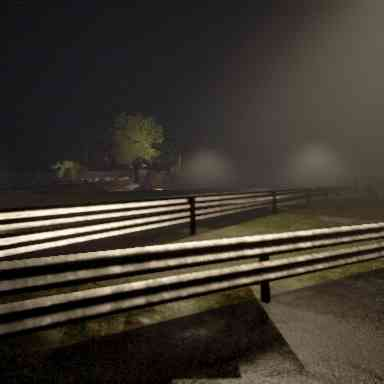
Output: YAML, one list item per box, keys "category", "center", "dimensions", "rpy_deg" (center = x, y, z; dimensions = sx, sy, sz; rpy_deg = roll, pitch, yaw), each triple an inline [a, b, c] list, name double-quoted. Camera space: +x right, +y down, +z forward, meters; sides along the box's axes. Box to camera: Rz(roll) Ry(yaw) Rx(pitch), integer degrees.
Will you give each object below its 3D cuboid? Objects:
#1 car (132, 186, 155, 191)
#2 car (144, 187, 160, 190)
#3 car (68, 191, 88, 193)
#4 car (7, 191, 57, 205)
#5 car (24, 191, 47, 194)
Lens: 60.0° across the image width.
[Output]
- category: "car"
  center: [-8.232, 0.014, 56.083]
  dimensions: [2.150, 2.045, 5.566]
  rpy_deg: [0, 1, 31]
- category: "car"
  center: [-5.345, 0.268, 54.096]
  dimensions: [1.994, 1.385, 4.181]
  rpy_deg: [0, 1, 31]
- category: "car"
  center: [-12.353, 0.605, 35.538]
  dimensions: [2.128, 1.511, 4.902]
  rpy_deg: [0, 1, 31]
- category: "car"
  center: [-18.539, 0.647, 38.821]
  dimensions: [2.128, 1.511, 4.902]
  rpy_deg: [0, 1, 31]
- category: "car"
  center: [-16.738, 0.668, 34.999]
  dimensions: [1.882, 1.535, 5.008]
  rpy_deg: [0, 1, 31]
